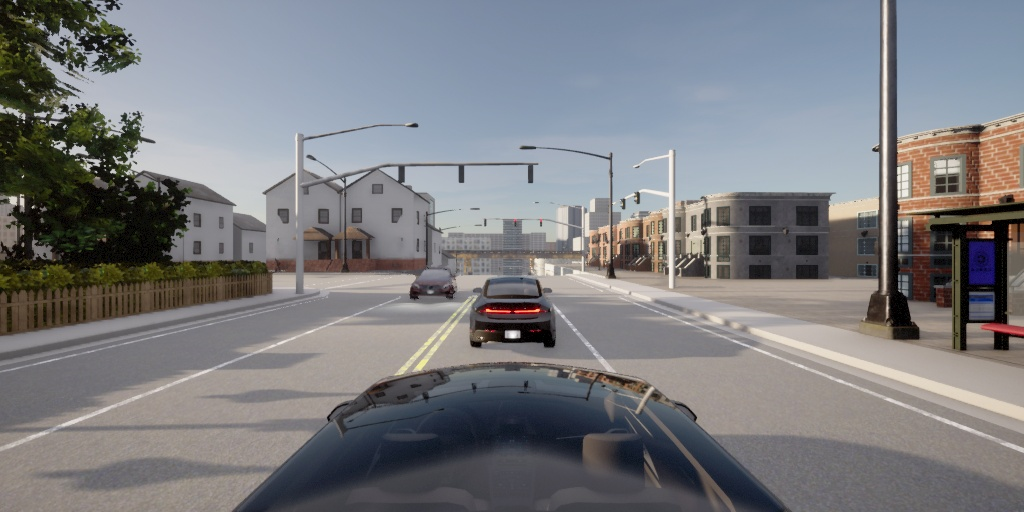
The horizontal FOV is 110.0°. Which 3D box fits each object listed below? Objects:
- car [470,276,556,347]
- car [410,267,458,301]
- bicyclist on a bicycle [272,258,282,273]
[{"bbox_3d":[0.015,1.255,9.291,1.837,1.490,4.892,0,0,0],"label":"car"},{"bbox_3d":[-3.691,1.276,17.719,1.812,1.442,4.674,1,0,-5],"label":"car"},{"bbox_3d":[-25.503,1.053,38.848,0.582,1.620,1.656,0,0,0],"label":"bicyclist on a bicycle"}]
